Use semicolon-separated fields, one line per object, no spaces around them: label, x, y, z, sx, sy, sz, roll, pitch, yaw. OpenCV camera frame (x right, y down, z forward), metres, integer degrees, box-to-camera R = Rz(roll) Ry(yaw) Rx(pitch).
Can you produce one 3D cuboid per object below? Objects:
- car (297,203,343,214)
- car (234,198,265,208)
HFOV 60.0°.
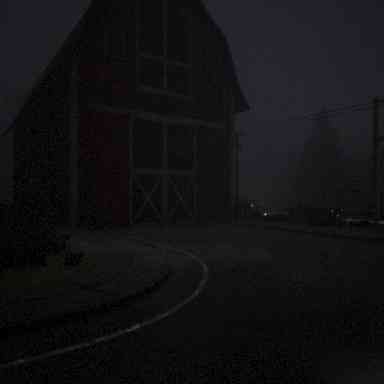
car;11.192;1.703;30.143;1.895;1.301;4.718;0;0;-34
car;6.089;1.454;37.585;2.097;1.767;4.553;0;0;-34
